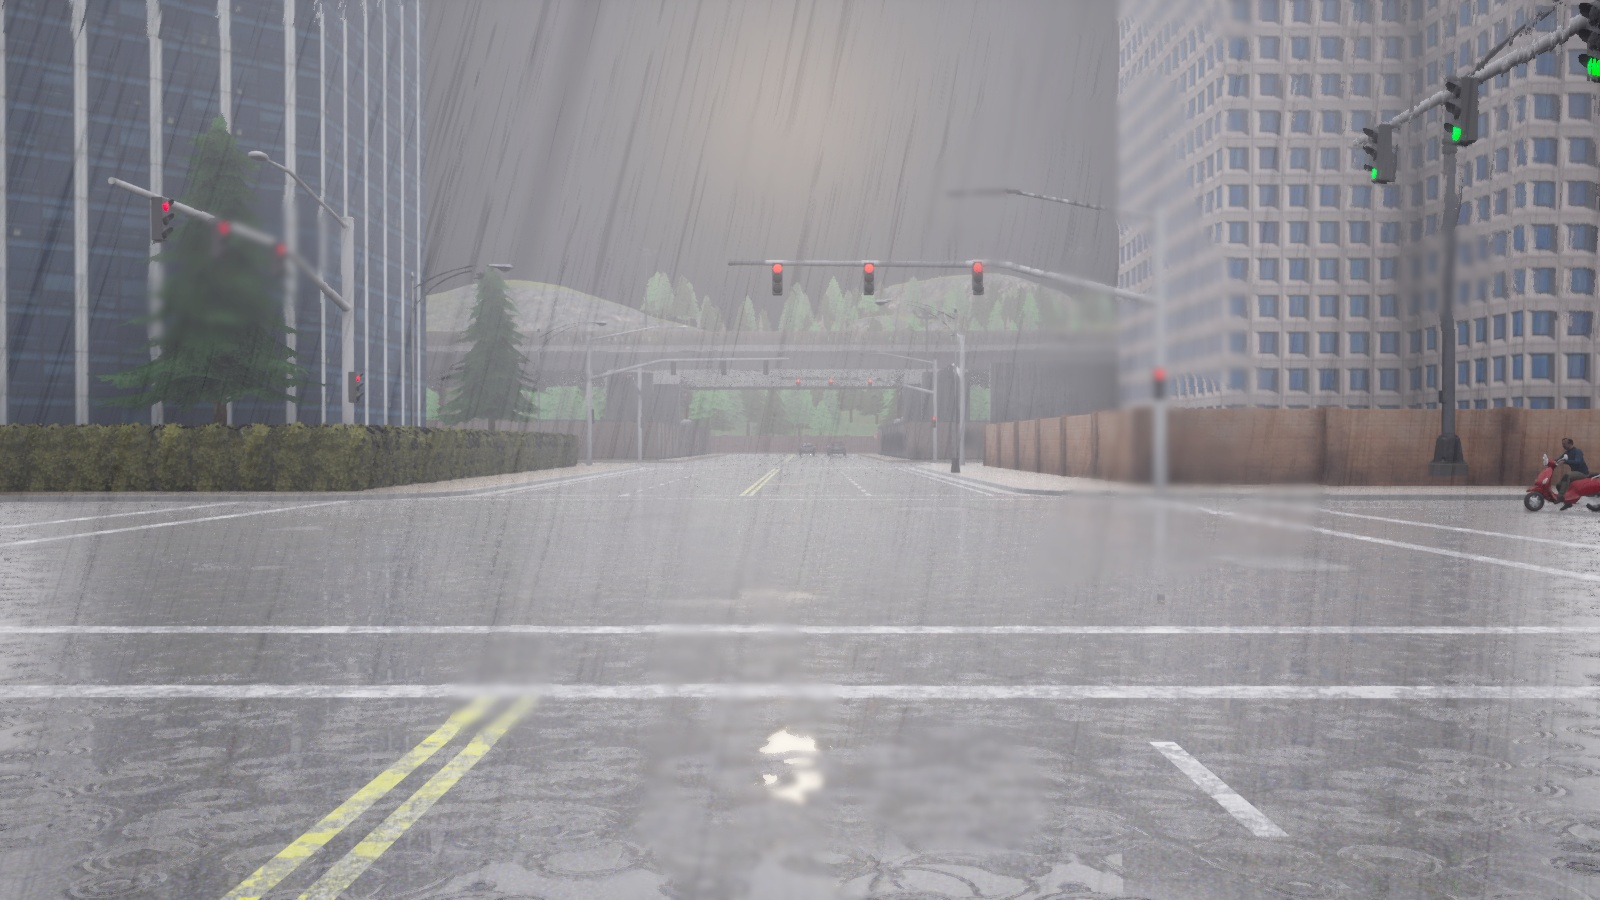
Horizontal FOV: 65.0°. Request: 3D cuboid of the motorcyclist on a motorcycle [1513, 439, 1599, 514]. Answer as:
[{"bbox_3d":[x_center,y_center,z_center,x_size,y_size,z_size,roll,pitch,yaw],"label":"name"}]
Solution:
[{"bbox_3d":[16.569,0.560,27.136,1.817,1.590,0.866,0,0,1],"label":"motorcyclist on a motorcycle"}]
